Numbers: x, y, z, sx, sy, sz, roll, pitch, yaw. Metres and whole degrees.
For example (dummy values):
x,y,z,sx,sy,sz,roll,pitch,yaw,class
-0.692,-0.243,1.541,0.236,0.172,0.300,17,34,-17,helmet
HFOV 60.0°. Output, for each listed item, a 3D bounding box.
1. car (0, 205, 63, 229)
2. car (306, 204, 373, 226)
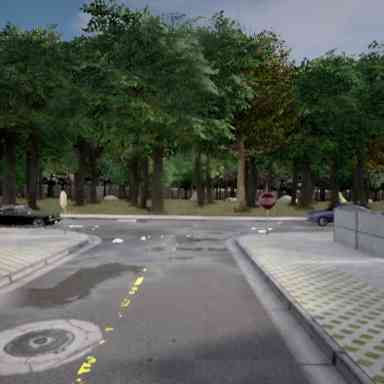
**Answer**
x,y,z,sx,sy,sz,roll,pitch,yaw,class
-10.650,1.514,20.675,4.718,1.301,1.895,1,1,0,car
10.484,1.613,23.493,4.674,1.442,1.812,0,1,0,car
